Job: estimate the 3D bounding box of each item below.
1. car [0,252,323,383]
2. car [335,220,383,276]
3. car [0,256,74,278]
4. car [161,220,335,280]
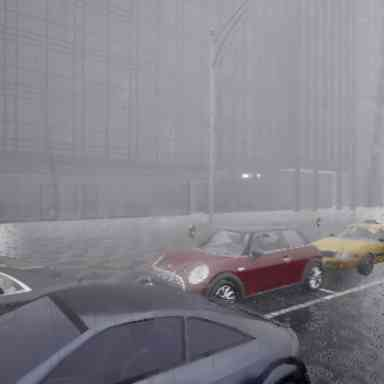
[{"bbox_3d":[-0.927,1.568,2.715,4.181,1.385,1.994,0,0,-35],"label":"car"},{"bbox_3d":[5.543,1.589,10.601,4.829,1.417,1.752,0,0,-35],"label":"car"},{"bbox_3d":[-3.563,1.547,4.107,4.403,1.369,2.008,0,0,-35],"label":"car"},{"bbox_3d":[1.060,1.471,7.403,4.097,1.590,1.967,0,0,-35],"label":"car"}]
